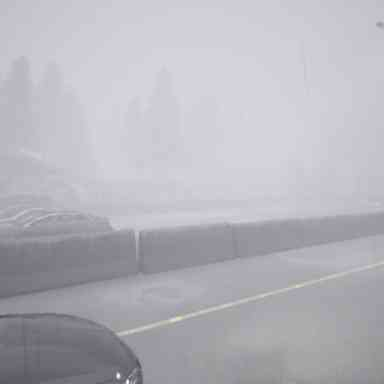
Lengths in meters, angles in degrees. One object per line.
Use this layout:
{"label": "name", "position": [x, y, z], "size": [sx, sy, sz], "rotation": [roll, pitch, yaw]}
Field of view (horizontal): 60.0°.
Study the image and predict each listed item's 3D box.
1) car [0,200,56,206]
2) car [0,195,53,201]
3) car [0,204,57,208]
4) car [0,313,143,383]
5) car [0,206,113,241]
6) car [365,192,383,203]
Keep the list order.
{"label": "car", "position": [-9.614, 1.461, 18.632], "size": [5.008, 1.535, 1.882], "rotation": [-1, 0, -36]}
{"label": "car", "position": [-11.646, 1.205, 21.482], "size": [5.566, 2.045, 2.150], "rotation": [-1, 0, -36]}
{"label": "car", "position": [-7.541, 1.509, 15.811], "size": [4.674, 1.442, 1.812], "rotation": [-1, 0, -36]}
{"label": "car", "position": [-2.618, 1.496, 1.877], "size": [4.902, 1.511, 2.128], "rotation": [0, 0, -36]}
{"label": "car", "position": [-5.535, 1.475, 12.943], "size": [4.902, 1.511, 2.128], "rotation": [-1, 0, -36]}
{"label": "car", "position": [27.611, 0.774, 49.395], "size": [4.674, 1.442, 1.812], "rotation": [-2, 1, -35]}
